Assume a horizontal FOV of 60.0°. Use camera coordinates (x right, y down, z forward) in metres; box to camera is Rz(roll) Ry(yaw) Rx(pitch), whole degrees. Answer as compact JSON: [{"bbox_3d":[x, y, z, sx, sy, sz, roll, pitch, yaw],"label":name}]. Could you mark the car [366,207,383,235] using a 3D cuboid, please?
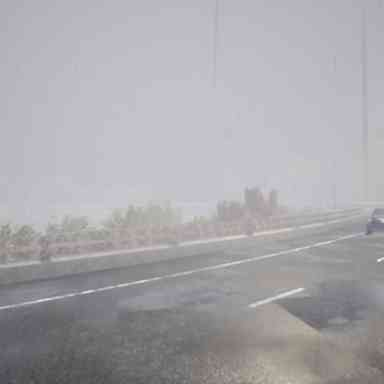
[{"bbox_3d":[12.513,1.724,20.826,2.097,1.767,4.553,-2,-2,41],"label":"car"}]
